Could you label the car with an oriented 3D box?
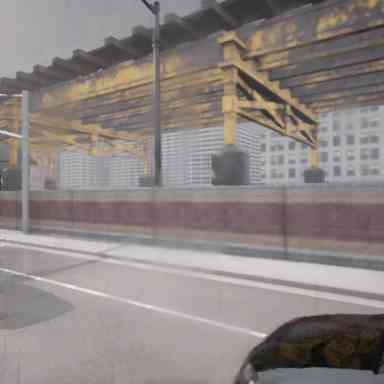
[{"bbox_3d":[2.349,1.556,2.319,4.181,1.385,1.994,-1,0,35],"label":"car"}]
